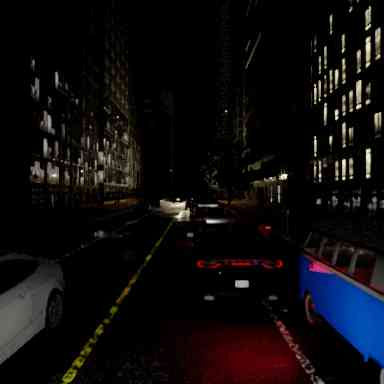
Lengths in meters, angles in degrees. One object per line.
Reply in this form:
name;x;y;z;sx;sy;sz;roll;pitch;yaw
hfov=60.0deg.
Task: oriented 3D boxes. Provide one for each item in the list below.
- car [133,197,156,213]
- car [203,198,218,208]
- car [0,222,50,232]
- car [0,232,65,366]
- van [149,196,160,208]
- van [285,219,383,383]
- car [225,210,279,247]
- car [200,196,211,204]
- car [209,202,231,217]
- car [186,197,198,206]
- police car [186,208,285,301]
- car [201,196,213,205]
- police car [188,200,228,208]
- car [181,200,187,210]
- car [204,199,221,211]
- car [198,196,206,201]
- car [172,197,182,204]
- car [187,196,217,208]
car;-5.704;1.650;38.571;2.008;1.369;4.403;0;0;0
car;2.673;1.670;49.955;2.008;1.369;4.403;0;0;0
car;-5.695;1.609;10.108;1.802;1.307;4.206;0;0;0
car;-3.103;1.537;4.102;1.812;1.442;4.674;0;0;0
van;-5.707;1.460;49.956;1.690;1.788;3.998;0;0;0
van;2.688;1.353;4.416;1.690;1.788;3.998;0;0;0
car;2.684;1.623;15.800;1.802;1.307;4.206;0;0;0
car;2.668;1.577;67.032;1.967;1.590;4.097;0;0;0
car;2.678;1.667;32.877;1.802;1.307;4.206;0;0;0
car;-0.021;1.677;59.180;2.033;1.411;5.357;0;0;0
police car;0.896;1.448;8.544;1.930;1.638;5.238;0;0;0
car;2.670;1.572;61.340;1.967;1.590;4.097;0;0;0
police car;0.893;1.474;18.544;1.930;1.638;5.238;0;0;0
car;-0.015;1.658;44.692;2.033;1.411;5.357;0;0;0
car;2.675;1.661;44.262;2.008;1.369;4.403;0;0;0
car;2.661;1.699;89.802;1.887;1.381;4.507;0;0;0
car;-3.024;1.685;67.554;2.033;1.411;5.357;0;0;0
car;0.891;1.289;24.465;2.150;2.045;5.566;0;0;0
